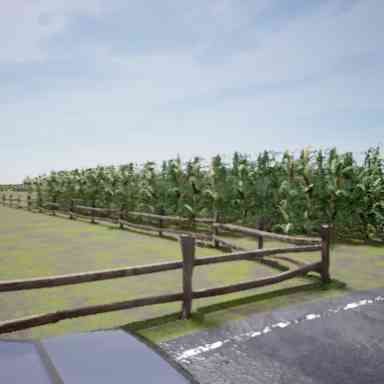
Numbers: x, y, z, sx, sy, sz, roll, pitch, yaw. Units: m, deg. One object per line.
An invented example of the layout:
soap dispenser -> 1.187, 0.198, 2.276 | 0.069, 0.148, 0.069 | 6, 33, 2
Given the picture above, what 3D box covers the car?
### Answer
car -> -2.273, 1.539, 1.159 | 5.357, 1.411, 2.033 | 0, 1, -35
